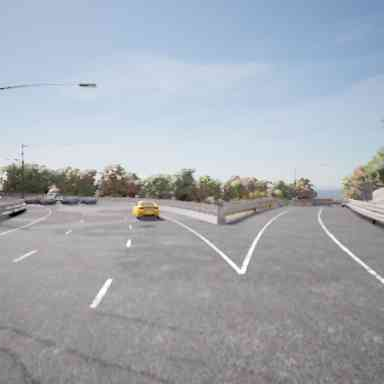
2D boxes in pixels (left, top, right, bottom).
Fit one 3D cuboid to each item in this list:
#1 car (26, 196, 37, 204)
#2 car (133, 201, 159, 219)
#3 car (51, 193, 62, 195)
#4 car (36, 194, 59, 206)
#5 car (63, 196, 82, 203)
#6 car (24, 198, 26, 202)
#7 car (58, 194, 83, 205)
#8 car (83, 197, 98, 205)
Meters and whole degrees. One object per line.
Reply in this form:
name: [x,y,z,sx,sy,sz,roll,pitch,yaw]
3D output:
car: [-31.280,1.596,67.143,1.994,1.385,4.181,0,0,-42]
car: [-4.108,1.522,29.300,1.882,1.535,5.008,0,0,-15]
car: [-28.579,1.250,69.365,2.150,2.045,5.566,0,0,-42]
car: [-26.122,1.671,60.275,2.128,1.511,4.902,0,0,-36]
car: [-25.835,1.546,71.541,2.033,1.411,5.357,0,0,-42]
car: [-33.849,1.584,70.165,2.097,1.767,4.553,0,0,-42]
car: [-22.390,1.645,61.047,2.128,1.511,4.902,0,0,-36]
car: [-19.599,1.678,63.151,2.033,1.411,5.357,0,0,-36]
